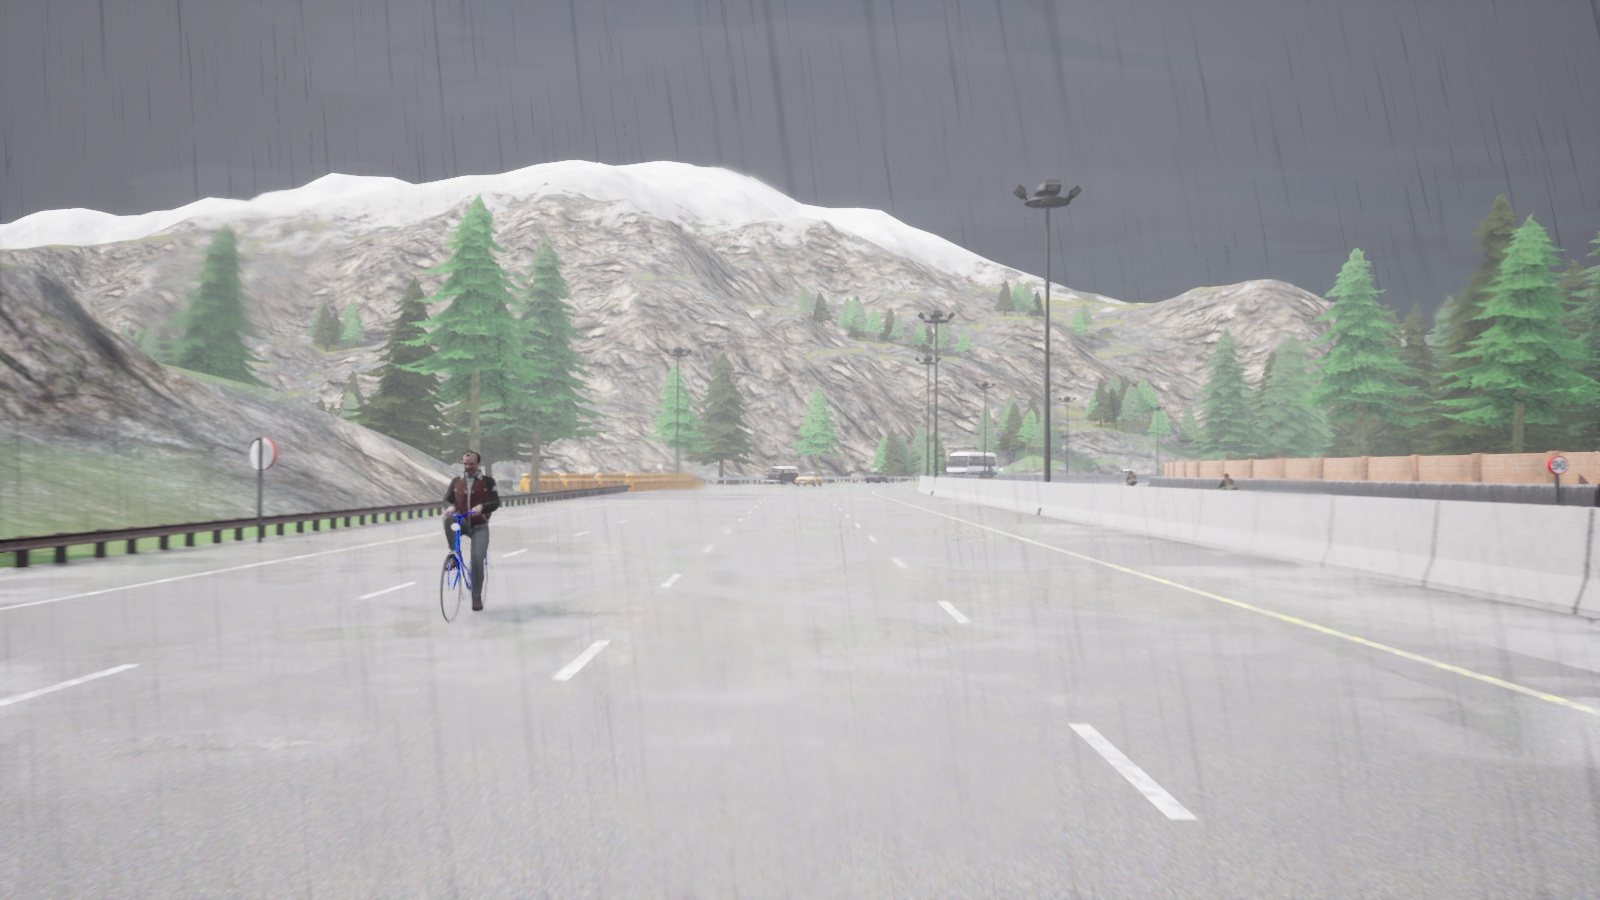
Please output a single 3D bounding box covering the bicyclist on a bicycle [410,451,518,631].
[{"bbox_3d":[-3.533,0.918,13.363,0.659,1.776,1.843,0,-1,0],"label":"bicyclist on a bicycle"}]
